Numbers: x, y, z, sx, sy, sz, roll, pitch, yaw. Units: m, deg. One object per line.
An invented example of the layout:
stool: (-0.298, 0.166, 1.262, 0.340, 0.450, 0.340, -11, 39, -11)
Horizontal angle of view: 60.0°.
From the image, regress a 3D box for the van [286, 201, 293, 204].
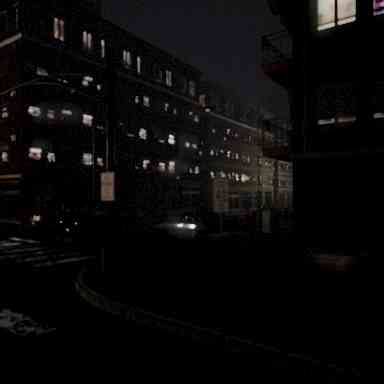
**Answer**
van: (18.080, 2.439, 59.077, 1.690, 1.788, 3.998, -1, -2, 35)

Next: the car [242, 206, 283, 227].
car: (5.401, 2.034, 26.394, 1.802, 1.307, 4.206, -1, -2, 35)

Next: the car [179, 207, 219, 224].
car: (0.661, 2.029, 29.632, 1.994, 1.385, 4.181, 0, -1, 35)

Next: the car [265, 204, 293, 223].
car: (8.660, 2.107, 31.053, 2.008, 1.369, 4.403, -1, -2, 35)

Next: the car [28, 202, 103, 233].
car: (-7.992, 1.580, 21.824, 2.192, 1.841, 5.009, -1, -2, 35)

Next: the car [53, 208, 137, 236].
car: (-5.731, 1.864, 20.541, 1.895, 1.301, 4.718, 0, -1, 36)

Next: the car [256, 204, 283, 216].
car: (10.135, 2.330, 43.125, 1.994, 1.385, 4.181, 0, -1, 35)
